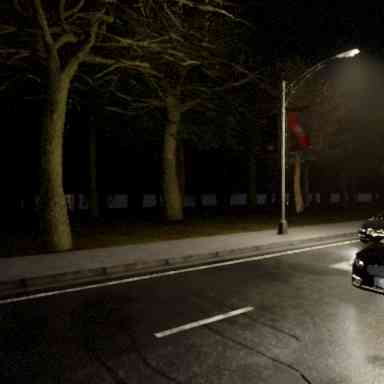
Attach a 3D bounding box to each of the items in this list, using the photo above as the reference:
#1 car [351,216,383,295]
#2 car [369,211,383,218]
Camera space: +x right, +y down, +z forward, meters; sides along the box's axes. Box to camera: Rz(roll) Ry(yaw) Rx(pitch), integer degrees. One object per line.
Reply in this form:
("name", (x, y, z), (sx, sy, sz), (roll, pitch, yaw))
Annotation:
("car", (5.617, 1.444, 7.704), (4.902, 1.511, 2.128), (0, 0, -36))
("car", (9.007, 1.428, 14.133), (4.892, 1.490, 1.837), (0, 0, -36))
